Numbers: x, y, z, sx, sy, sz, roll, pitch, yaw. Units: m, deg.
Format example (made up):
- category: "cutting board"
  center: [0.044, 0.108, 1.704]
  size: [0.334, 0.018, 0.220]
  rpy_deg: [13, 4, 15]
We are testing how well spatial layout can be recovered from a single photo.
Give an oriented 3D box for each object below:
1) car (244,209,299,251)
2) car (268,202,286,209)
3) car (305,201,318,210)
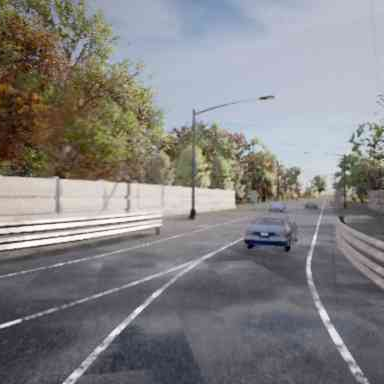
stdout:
- category: "car"
  center: [3.780, 1.732, 15.330]
  size: [2.033, 1.411, 5.357]
  rpy_deg: [0, -1, 22]
- category: "car"
  center: [11.246, 2.042, 43.769]
  size: [1.812, 1.442, 4.674]
  rpy_deg: [1, 0, 22]
- category: "car"
  center: [20.553, 2.282, 57.326]
  size: [1.994, 1.385, 4.181]
  rpy_deg: [0, -1, 22]
